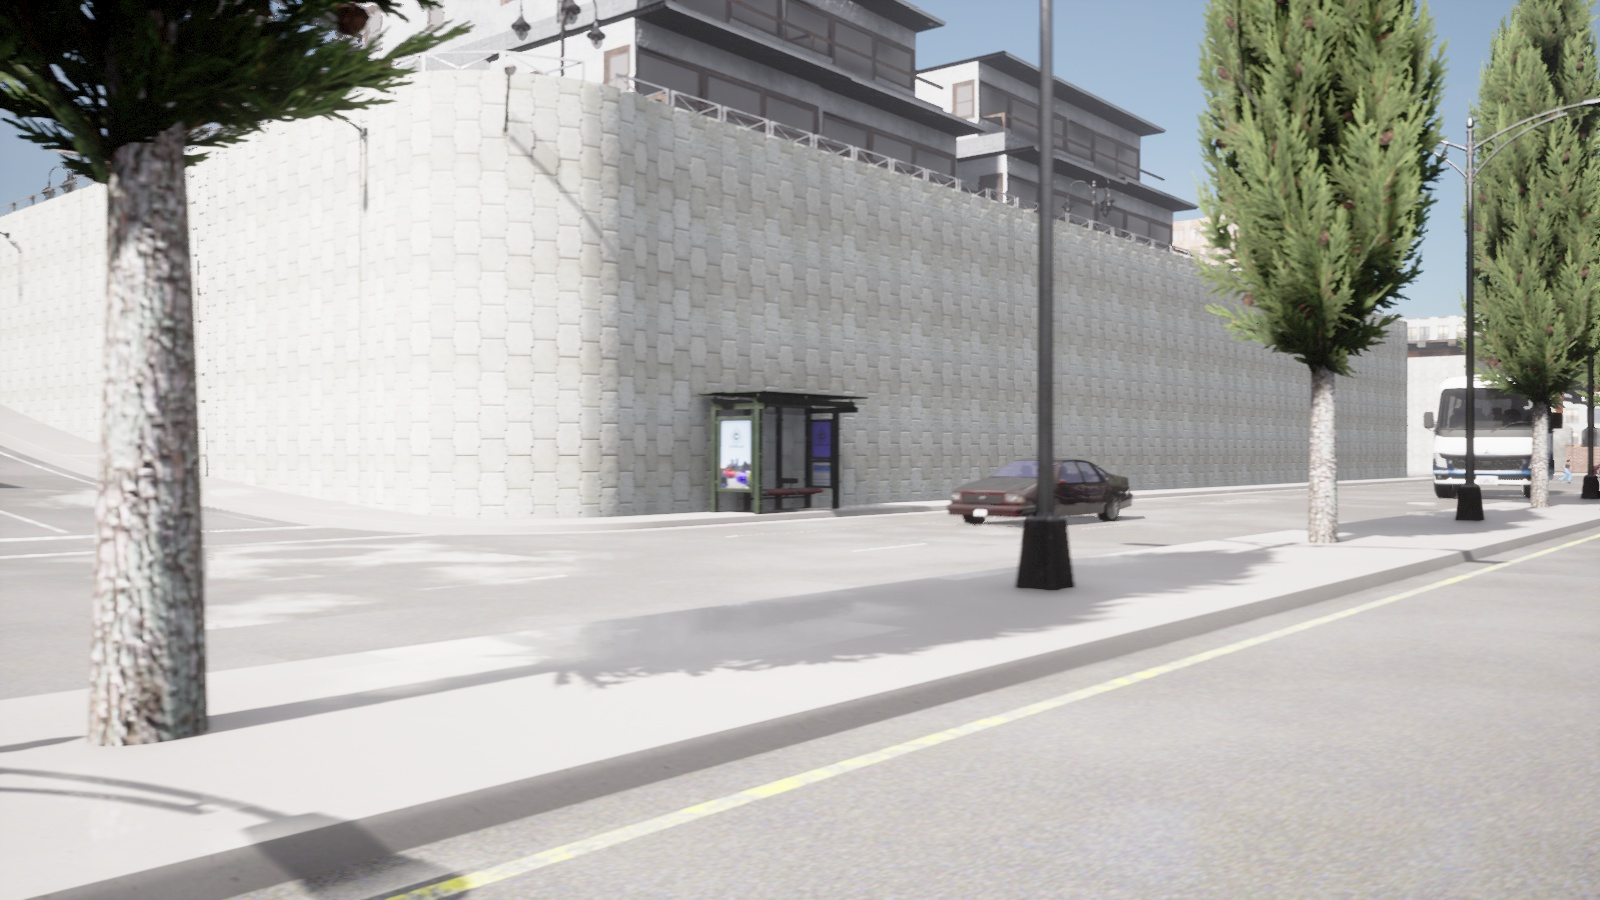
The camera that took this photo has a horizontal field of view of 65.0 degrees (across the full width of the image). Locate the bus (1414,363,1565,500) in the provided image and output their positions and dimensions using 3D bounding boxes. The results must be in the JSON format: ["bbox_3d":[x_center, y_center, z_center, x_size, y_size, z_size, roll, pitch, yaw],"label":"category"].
[{"bbox_3d":[24.556,-0.575,44.378,3.944,4.253,10.273,0,0,33],"label":"bus"}]

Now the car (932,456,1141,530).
[{"bbox_3d":[5.199,0.847,26.970,2.033,1.411,5.357,0,0,40],"label":"car"}]

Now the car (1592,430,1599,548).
[{"bbox_3d":[13.761,0.539,18.431,5.027,1.651,2.152,0,0,-40],"label":"car"}]
